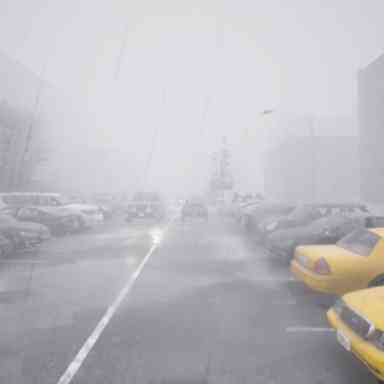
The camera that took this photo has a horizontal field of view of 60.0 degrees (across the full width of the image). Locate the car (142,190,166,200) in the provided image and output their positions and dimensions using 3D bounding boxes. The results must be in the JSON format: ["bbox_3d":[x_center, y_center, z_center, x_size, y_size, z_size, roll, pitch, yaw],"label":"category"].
[{"bbox_3d":[-7.405,0.592,64.912,4.553,1.767,2.185,0,1,0],"label":"car"}]

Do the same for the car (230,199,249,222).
[{"bbox_3d":[4.736,1.311,18.697,4.674,1.452,2.002,0,1,0],"label":"car"}]

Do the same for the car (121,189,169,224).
[{"bbox_3d":[-3.027,0.961,22.688,2.150,2.045,5.566,0,1,0],"label":"car"}]

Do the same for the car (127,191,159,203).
[{"bbox_3d":[-7.514,0.757,50.945,4.553,1.767,2.185,0,1,0],"label":"car"}]

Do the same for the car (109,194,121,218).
[{"bbox_3d":[-7.528,1.178,28.599,4.792,1.488,2.163,0,1,0],"label":"car"}]

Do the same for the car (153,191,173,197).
[{"bbox_3d":[-7.343,0.515,84.469,4.792,1.488,2.163,0,1,0],"label":"car"}]

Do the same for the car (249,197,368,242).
[{"bbox_3d":[4.751,1.215,12.818,4.553,1.767,2.185,0,1,0],"label":"car"}]

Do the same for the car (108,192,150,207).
[{"bbox_3d":[-7.490,0.890,39.773,4.553,1.767,2.185,0,1,0],"label":"car"}]

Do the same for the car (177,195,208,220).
[{"bbox_3d":[0.180,1.210,24.661,2.128,1.511,4.902,0,1,0],"label":"car"}]

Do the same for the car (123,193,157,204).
[{"bbox_3d":[-7.490,0.956,48.155,4.674,1.452,2.002,0,1,0],"label":"car"}]

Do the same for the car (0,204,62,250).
[{"bbox_3d":[-7.620,1.348,11.840,4.892,1.521,2.231,0,1,0],"label":"car"}]

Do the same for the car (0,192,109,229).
[{"bbox_3d":[-7.567,1.030,17.424,5.566,2.045,2.435,0,1,0],"label":"car"}]

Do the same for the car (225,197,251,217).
[{"bbox_3d":[4.747,1.274,21.759,4.674,1.452,2.002,0,1,0],"label":"car"}]

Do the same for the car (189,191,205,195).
[{"bbox_3d":[0.236,1.009,41.659,2.128,1.511,4.902,0,1,0],"label":"car"}]

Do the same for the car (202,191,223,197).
[{"bbox_3d":[5.144,0.486,84.566,5.366,1.575,1.946,0,1,0],"label":"car"}]

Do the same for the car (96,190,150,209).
[{"bbox_3d":[-7.558,0.798,36.977,5.566,2.045,2.435,0,1,0],"label":"car"}]

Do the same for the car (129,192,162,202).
[{"bbox_3d":[-7.469,0.851,53.616,5.008,1.535,2.097,0,1,0],"label":"car"}]

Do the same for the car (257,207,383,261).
[{"bbox_3d":[4.716,1.375,10.007,4.892,1.521,2.231,0,1,0],"label":"car"}]

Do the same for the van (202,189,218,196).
[{"bbox_3d":[5.104,0.190,93.049,4.442,1.987,1.878,0,0,0],"label":"van"}]

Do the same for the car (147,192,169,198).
[{"bbox_3d":[-7.438,0.647,73.295,4.792,1.488,2.163,0,1,0],"label":"car"}]

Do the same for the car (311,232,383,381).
[{"bbox_3d":[4.505,1.442,4.005,5.366,1.575,1.946,0,1,0],"label":"car"}]

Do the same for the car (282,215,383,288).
[{"bbox_3d":[4.885,1.407,6.944,5.366,1.575,1.946,0,1,0],"label":"car"}]

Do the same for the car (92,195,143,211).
[{"bbox_3d":[-7.569,1.112,34.188,4.792,1.488,2.163,0,1,0],"label":"car"}]

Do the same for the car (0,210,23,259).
[{"bbox_3d":[-7.617,1.383,8.922,4.892,1.521,2.231,0,1,0],"label":"car"}]

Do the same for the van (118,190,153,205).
[{"bbox_3d":[-7.619,0.723,45.359,4.442,1.987,1.878,0,1,0],"label":"van"}]

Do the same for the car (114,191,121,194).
[{"bbox_3d":[-7.580,0.990,31.393,4.553,1.767,2.185,0,1,0],"label":"car"}]

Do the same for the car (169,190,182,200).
[{"bbox_3d":[-2.816,0.778,63.664,1.812,1.442,4.674,0,1,1],"label":"car"}]

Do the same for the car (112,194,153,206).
[{"bbox_3d":[-7.540,1.012,42.566,4.792,1.488,2.163,0,1,0],"label":"car"}]

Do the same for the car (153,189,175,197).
[{"bbox_3d":[-7.334,0.201,87.259,5.566,2.045,2.435,0,1,0],"label":"car"}]

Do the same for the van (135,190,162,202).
[{"bbox_3d":[-7.348,0.591,56.532,4.442,1.987,1.878,0,1,0],"label":"van"}]

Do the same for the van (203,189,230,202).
[{"bbox_3d":[5.020,0.460,67.944,4.442,1.987,1.878,0,1,0],"label":"van"}]

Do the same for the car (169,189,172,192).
[{"bbox_3d":[-7.604,0.648,70.502,5.366,1.575,1.946,0,1,0],"label":"car"}]

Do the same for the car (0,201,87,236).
[{"bbox_3d":[-7.598,1.314,14.633,5.008,1.535,2.097,0,1,0],"label":"car"}]

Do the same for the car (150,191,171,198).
[{"bbox_3d":[-7.420,0.581,78.883,4.792,1.488,2.163,0,1,0],"label":"car"}]

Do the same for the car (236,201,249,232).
[{"bbox_3d":[4.759,1.335,15.758,4.792,1.488,2.163,0,1,0],"label":"car"}]

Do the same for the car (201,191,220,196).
[{"bbox_3d":[4.983,0.426,90.275,5.008,1.535,2.097,0,0,0],"label":"car"}]
